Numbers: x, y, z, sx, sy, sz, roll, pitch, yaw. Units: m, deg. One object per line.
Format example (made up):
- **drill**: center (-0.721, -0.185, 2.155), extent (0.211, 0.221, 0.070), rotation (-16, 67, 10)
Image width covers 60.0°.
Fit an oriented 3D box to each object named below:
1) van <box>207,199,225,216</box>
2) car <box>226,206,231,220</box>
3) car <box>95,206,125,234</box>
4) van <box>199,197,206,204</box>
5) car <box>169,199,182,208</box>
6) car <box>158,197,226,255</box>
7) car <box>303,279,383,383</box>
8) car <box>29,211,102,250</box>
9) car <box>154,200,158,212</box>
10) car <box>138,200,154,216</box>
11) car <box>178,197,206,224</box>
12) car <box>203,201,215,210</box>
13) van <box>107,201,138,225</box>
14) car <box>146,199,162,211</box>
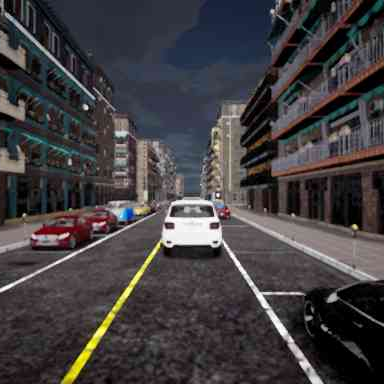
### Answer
- **van**: center (2.688, 1.724, 37.672), extent (1.690, 1.788, 3.998), rotation (0, -1, 0)
- **car**: center (2.689, 1.866, 32.009), extent (1.887, 1.381, 4.507), rotation (0, -1, 0)
- **car**: center (-5.692, 1.784, 20.713), extent (1.802, 1.307, 4.206), rotation (0, -1, 0)
- **van**: center (2.822, 2.409, 92.551), extent (1.690, 1.788, 3.998), rotation (-1, -1, 0)
- **car**: center (-2.996, 2.154, 61.446), extent (2.128, 1.511, 4.902), rotation (0, -1, 0)
- **car**: center (0.003, 1.351, 14.012), extent (2.150, 2.045, 5.566), rotation (0, 0, 0)
- **car**: center (2.687, 1.601, 3.701), extent (1.947, 1.339, 4.313), rotation (0, -1, 0)
- **car**: center (-5.692, 1.727, 15.052), extent (1.802, 1.307, 4.206), rotation (0, -1, 0)
- **car**: center (-5.690, 2.012, 43.358), extent (1.947, 1.339, 4.313), rotation (0, -1, 0)
- **car**: center (-5.691, 1.906, 37.527), extent (1.752, 1.417, 4.829), rotation (0, -1, 0)
- **car**: center (0.005, 1.506, 29.011), extent (2.150, 2.045, 5.566), rotation (0, 0, 0)
- **car**: center (2.799, 2.159, 54.649), extent (1.802, 1.307, 4.206), rotation (0, -1, 0)
- **van**: center (-5.693, 1.603, 26.378), extent (1.690, 1.788, 3.998), rotation (0, -1, 0)
- **car**: center (-5.733, 1.973, 50.870), extent (1.967, 1.590, 4.097), rotation (0, -1, 0)
